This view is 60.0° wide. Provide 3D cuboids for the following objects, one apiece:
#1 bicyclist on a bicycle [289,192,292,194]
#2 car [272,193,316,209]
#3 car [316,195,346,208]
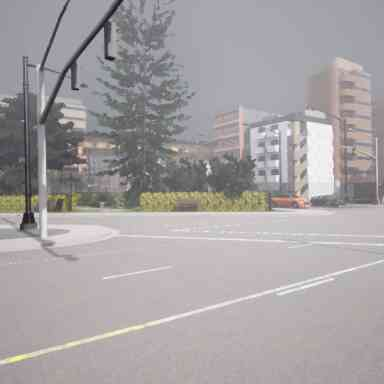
[{"bbox_3d":[14.017,0.780,47.087,1.656,1.620,0.582,-1,1,-35],"label":"bicyclist on a bicycle"},{"bbox_3d":[11.237,0.959,37.968,2.097,1.767,4.553,-1,1,-35],"label":"car"},{"bbox_3d":[15.127,1.081,38.844,2.033,1.411,5.357,-1,1,-35],"label":"car"}]
